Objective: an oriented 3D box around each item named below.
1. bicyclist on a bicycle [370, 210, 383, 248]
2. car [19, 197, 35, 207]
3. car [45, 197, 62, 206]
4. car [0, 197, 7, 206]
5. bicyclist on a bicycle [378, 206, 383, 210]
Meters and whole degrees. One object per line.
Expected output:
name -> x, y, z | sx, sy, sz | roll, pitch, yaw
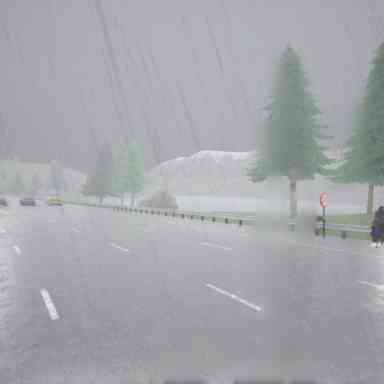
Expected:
bicyclist on a bicycle -> 7.723, 1.730, 13.838 | 0.582, 1.656, 1.620 | 0, -1, 31
car -> -26.366, 1.488, 53.141 | 2.128, 1.511, 4.902 | 0, 0, -33
car -> -22.272, 1.477, 53.248 | 1.882, 1.535, 5.008 | 0, -1, -33
car -> -31.979, 1.525, 55.384 | 1.812, 1.442, 4.674 | 0, 0, -33
bicyclist on a bicycle -> 8.695, 1.453, 15.317 | 0.582, 1.620, 1.656 | 0, 1, 19
